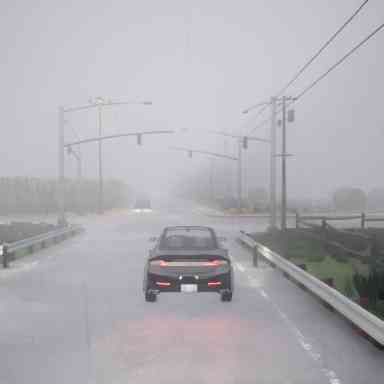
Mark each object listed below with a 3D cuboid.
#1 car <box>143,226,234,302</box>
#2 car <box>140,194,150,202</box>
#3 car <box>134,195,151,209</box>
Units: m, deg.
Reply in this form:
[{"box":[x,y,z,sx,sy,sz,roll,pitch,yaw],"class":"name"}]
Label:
[{"box":[-0.097,1.614,8.519,2.128,1.511,4.902,0,-2,-1],"class":"car"},{"box":[-8.789,1.077,62.495,1.837,1.490,4.892,0,1,-7],"class":"car"},{"box":[-6.403,1.470,43.465,1.994,1.385,4.181,0,1,-7],"class":"car"}]
